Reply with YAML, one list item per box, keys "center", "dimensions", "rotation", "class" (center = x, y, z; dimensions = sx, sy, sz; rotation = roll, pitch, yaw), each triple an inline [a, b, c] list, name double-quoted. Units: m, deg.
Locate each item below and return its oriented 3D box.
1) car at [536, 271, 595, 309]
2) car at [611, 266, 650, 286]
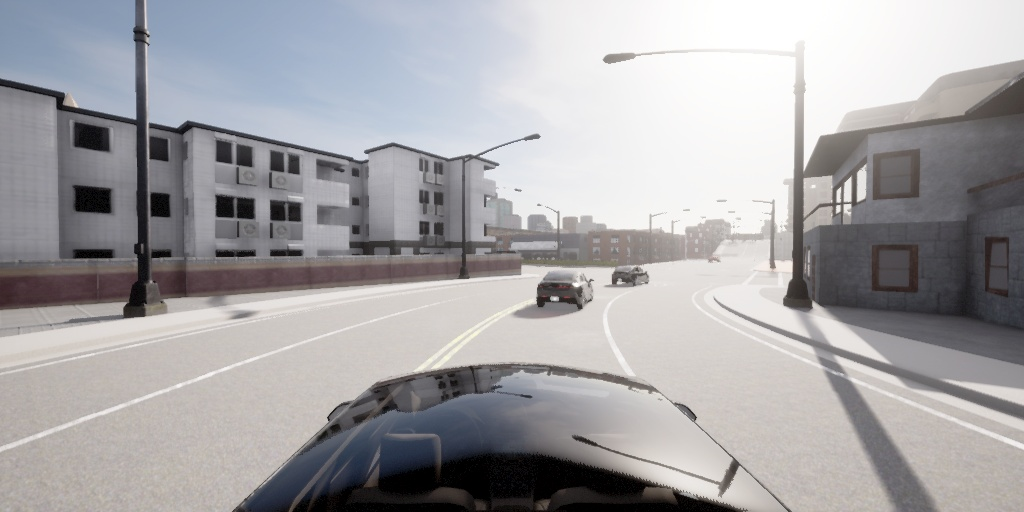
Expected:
- center: [2.392, 1.363, 15.573]
  dimensions: [1.837, 1.490, 4.892]
  rotation: [0, -1, 19]
  class: "car"
- center: [9.352, 1.510, 28.178]
  dimensions: [1.837, 1.490, 4.892]
  rotation: [1, 0, 37]
  class: "car"
